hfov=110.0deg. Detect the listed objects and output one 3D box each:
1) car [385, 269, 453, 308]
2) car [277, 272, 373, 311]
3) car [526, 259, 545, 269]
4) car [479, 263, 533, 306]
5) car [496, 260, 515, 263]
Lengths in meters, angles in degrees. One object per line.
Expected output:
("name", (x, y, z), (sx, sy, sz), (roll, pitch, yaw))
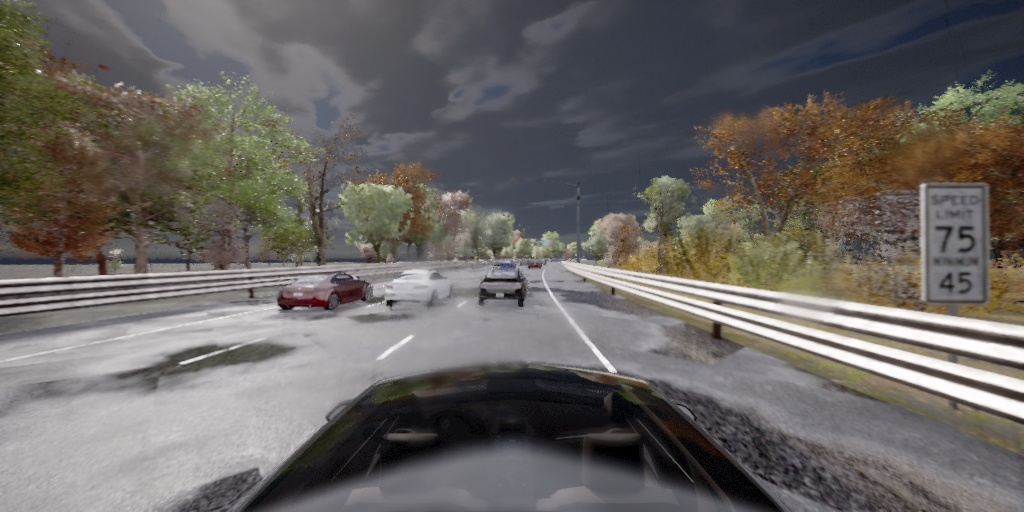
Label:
("car", (-3.832, 1.292, 15.302), (1.812, 1.442, 4.674), (0, 0, 4))
("car", (-7.388, 1.321, 14.600), (1.994, 1.385, 4.181), (0, 0, 4))
("car", (4.125, 1.247, 62.348), (2.097, 1.767, 4.553), (0, 0, 7))
("car", (-0.288, 1.267, 16.004), (2.128, 1.511, 4.902), (0, 0, 4))
("car", (-0.598, 1.337, 52.075), (1.882, 1.535, 5.008), (0, 0, 6))
